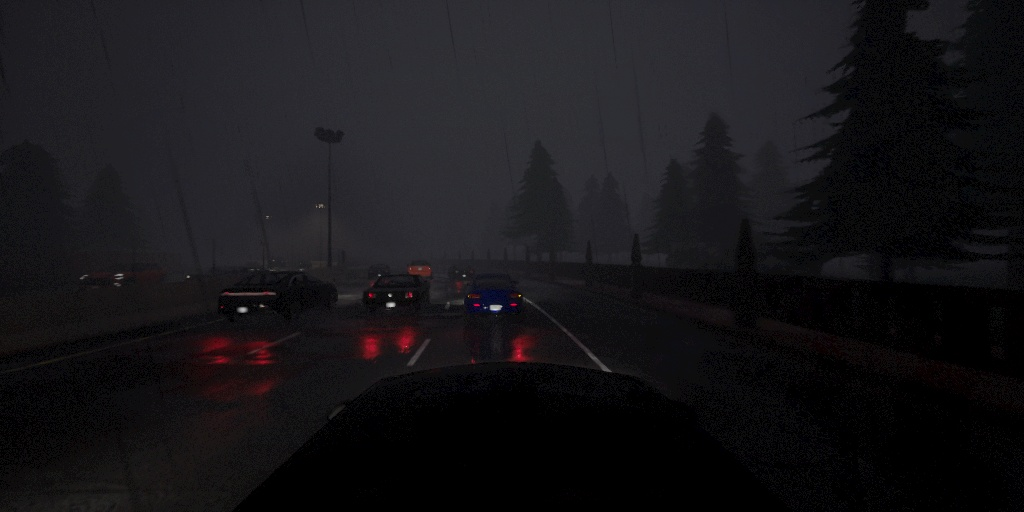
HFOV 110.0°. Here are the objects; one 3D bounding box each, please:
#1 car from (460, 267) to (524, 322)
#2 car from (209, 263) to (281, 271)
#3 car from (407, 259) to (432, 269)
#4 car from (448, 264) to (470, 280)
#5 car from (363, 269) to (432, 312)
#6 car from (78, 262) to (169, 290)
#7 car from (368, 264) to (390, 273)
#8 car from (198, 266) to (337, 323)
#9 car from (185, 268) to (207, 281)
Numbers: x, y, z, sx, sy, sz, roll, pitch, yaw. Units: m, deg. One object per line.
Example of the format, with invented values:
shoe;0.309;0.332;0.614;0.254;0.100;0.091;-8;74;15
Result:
car;-0.688;1.280;12.327;1.812;1.442;4.674;0;0;-6
car;-16.803;1.381;22.773;1.994;1.385;4.181;0;0;-13
car;-8.470;1.139;32.653;2.097;1.767;4.553;0;0;-17
car;-4.654;1.373;32.301;1.895;1.301;4.718;0;0;-17
car;-4.383;1.370;14.380;1.895;1.301;4.718;0;0;-7
car;-23.872;1.196;22.269;2.097;1.767;4.553;0;0;-15
car;-12.417;1.403;33.687;1.895;1.301;4.718;0;0;-19
car;-7.690;1.272;12.322;2.128;1.511;4.902;0;0;-6
car;-21.139;1.435;25.798;1.895;1.301;4.718;0;0;-16
